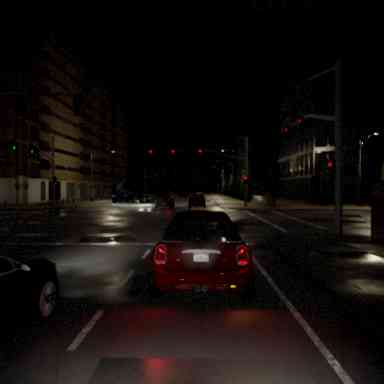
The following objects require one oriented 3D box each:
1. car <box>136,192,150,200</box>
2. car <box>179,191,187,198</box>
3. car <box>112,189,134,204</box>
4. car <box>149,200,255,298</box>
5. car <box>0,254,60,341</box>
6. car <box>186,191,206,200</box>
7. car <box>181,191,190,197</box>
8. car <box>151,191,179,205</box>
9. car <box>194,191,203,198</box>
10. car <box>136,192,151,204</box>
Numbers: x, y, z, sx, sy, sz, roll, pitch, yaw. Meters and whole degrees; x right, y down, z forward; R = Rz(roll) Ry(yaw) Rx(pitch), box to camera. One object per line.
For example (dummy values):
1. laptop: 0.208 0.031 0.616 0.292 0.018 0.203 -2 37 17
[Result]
1. car: -9.391 0.705 64.140 1.994 1.385 4.181 0 1 2
2. car: -2.044 0.544 73.583 2.033 1.411 5.357 0 1 2
3. car: -9.929 0.576 48.335 2.150 2.045 5.566 0 1 2
4. car: 0.248 1.237 8.414 2.097 1.767 4.553 0 1 2
5. car: -3.381 1.435 4.199 2.128 1.511 4.902 0 1 2
6. car: 0.576 0.955 38.660 1.882 1.535 5.008 0 1 1
7. car: -1.693 0.402 84.210 1.994 1.385 4.181 0 1 2
8. car: -2.940 0.997 37.183 2.128 1.511 4.902 0 1 1
9. car: 1.469 0.528 73.907 2.128 1.511 4.902 0 1 2
10. car: -6.437 0.847 48.027 2.128 1.511 4.902 0 1 2
